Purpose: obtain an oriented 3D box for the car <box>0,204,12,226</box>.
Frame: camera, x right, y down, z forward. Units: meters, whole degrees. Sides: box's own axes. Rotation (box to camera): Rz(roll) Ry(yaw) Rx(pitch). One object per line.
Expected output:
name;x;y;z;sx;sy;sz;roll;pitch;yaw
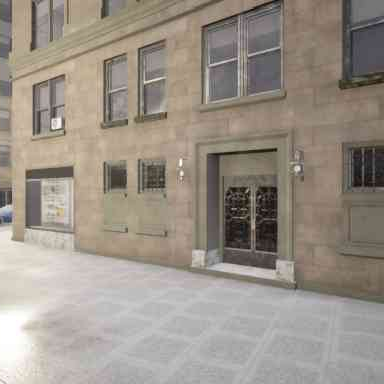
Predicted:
car;-11.927;1.512;23.061;2.033;1.411;5.357;0;0;39
